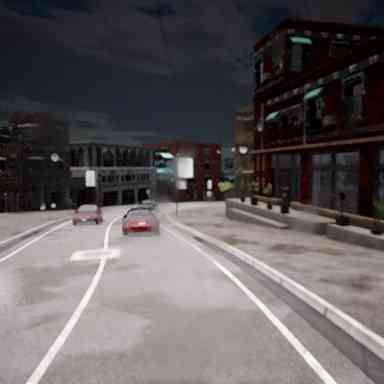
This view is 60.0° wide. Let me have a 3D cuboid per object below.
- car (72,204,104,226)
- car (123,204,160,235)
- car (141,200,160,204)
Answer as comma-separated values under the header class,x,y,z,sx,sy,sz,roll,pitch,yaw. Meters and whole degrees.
class,x,y,z,sx,sy,sz,roll,pitch,yaw
car,-7.866,1.687,25.429,1.812,1.442,4.674,-1,0,-9
car,-2.996,1.616,19.249,1.994,1.385,4.181,-1,0,-12
car,-4.885,1.654,38.323,2.128,1.511,4.902,0,0,2
